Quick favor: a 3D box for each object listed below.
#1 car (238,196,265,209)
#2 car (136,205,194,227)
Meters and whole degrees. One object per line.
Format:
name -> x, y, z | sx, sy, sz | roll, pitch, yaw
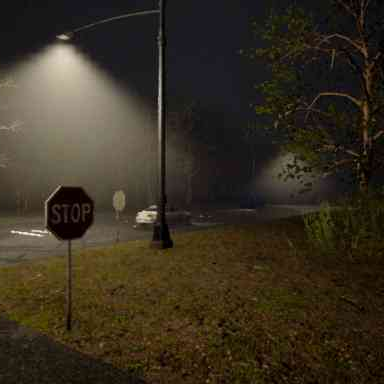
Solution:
car -> 8.982, 1.585, 49.413 | 2.150, 2.045, 5.566 | 0, 1, 36
car -> -1.783, 1.626, 22.660 | 1.812, 1.442, 4.674 | 0, 0, 36
